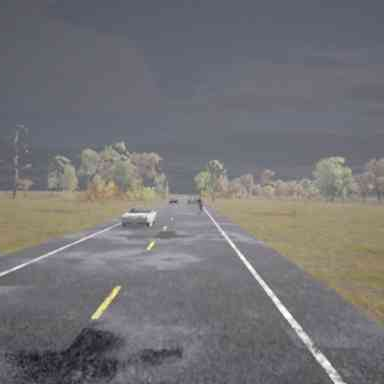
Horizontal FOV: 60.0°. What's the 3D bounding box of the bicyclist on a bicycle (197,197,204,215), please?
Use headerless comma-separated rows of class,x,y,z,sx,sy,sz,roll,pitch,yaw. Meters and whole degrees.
bicyclist on a bicycle,0.965,1.545,34.318,0.582,1.620,1.656,0,0,0

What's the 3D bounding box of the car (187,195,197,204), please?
car,0.040,1.662,65.843,2.128,1.511,4.902,0,0,1

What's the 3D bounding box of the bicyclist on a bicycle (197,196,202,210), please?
bicyclist on a bicycle,0.966,1.489,44.862,0.659,1.776,1.843,0,0,0

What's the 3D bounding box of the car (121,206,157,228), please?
car,-3.598,1.663,23.043,1.895,1.301,4.718,0,0,0

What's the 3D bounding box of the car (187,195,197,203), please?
car,0.006,1.556,77.130,2.097,1.767,4.553,0,0,0

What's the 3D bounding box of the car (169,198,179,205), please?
car,-3.504,1.773,64.780,1.895,1.301,4.718,0,0,0
